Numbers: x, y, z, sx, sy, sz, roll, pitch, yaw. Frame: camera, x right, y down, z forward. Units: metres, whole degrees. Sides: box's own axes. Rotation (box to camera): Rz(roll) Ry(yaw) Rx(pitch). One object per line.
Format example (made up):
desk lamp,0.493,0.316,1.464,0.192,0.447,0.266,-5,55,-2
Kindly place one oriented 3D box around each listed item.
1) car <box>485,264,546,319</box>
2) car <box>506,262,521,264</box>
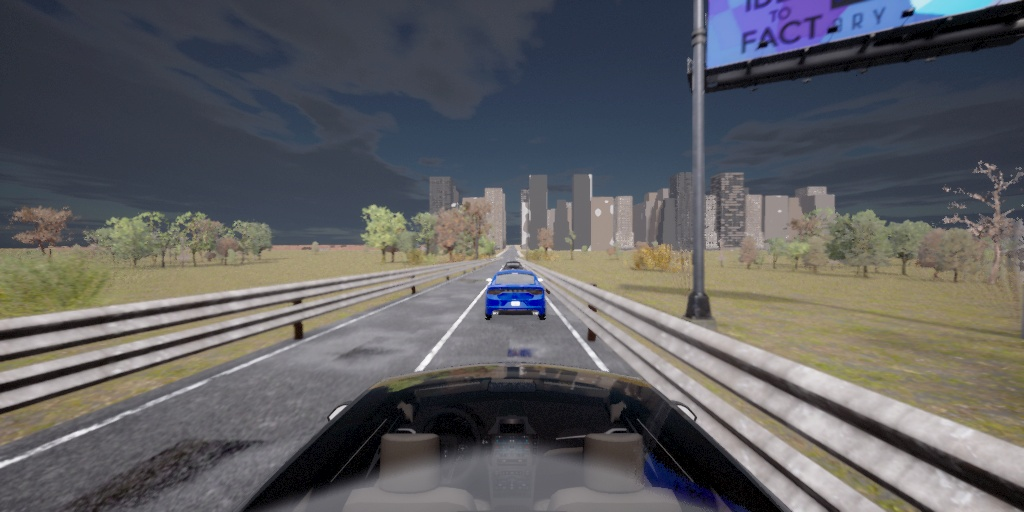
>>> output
car,0.102,1.224,12.803,1.882,1.535,5.008,0,0,0
car,0.102,1.245,33.110,1.837,1.490,4.892,0,0,0
